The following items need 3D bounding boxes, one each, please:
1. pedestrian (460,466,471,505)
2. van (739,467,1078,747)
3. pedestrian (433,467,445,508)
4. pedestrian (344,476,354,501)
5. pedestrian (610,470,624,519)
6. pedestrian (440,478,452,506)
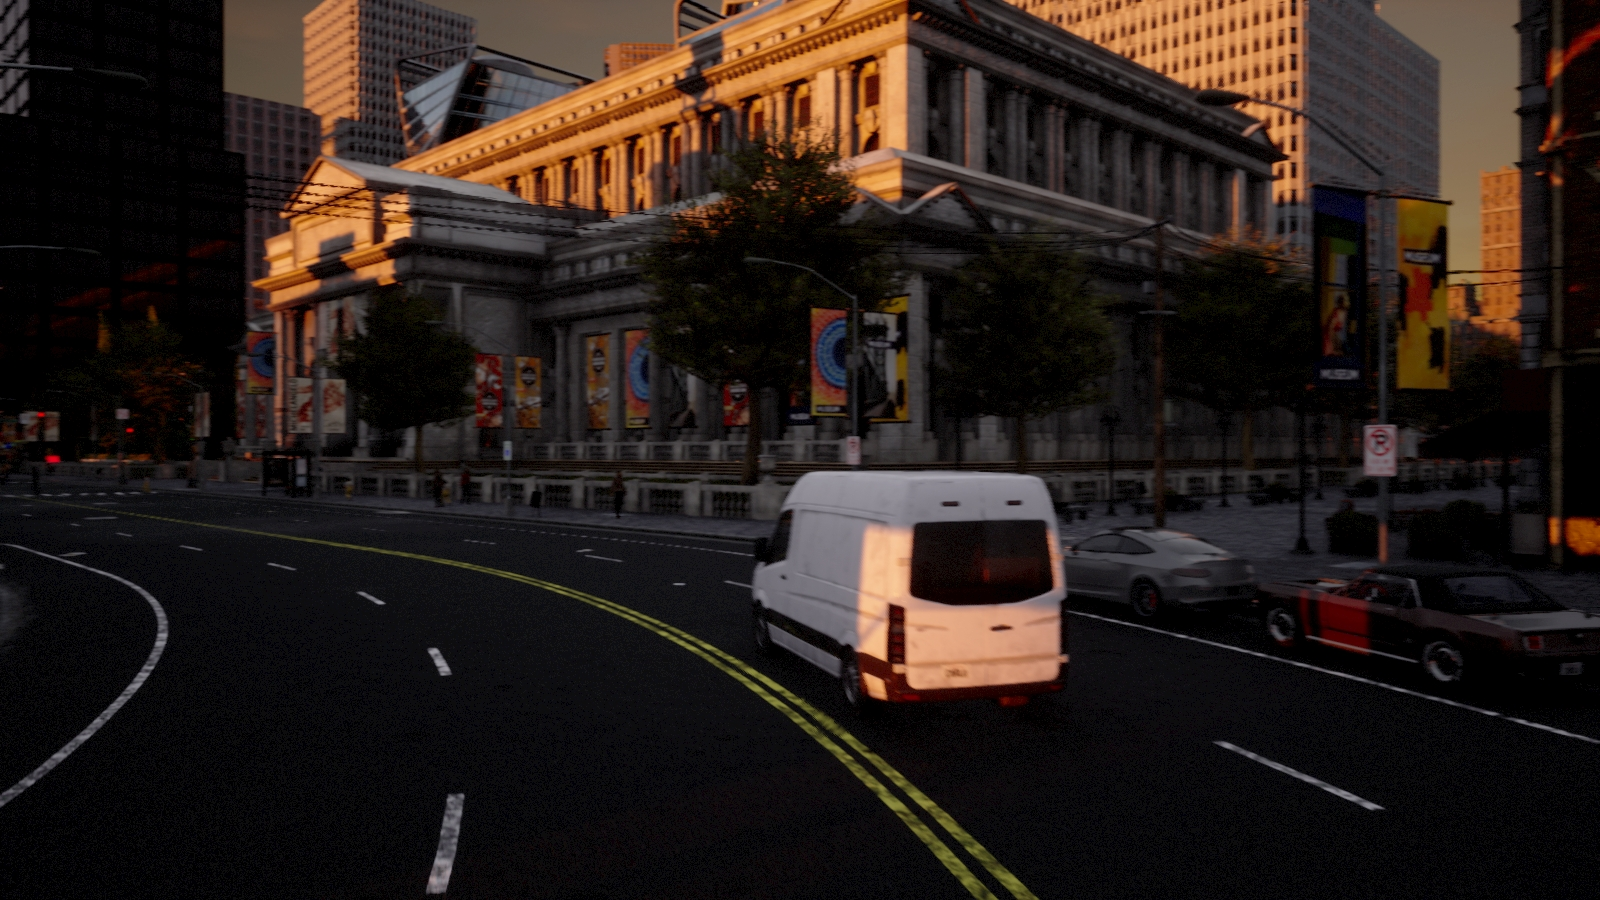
[{"bbox_3d":[-15.996,1.705,54.685,0.375,1.860,0.375,0,0,41],"label":"pedestrian"},{"bbox_3d":[0.950,1.529,13.922,1.988,2.561,5.915,0,0,-17],"label":"van"},{"bbox_3d":[-16.381,1.706,51.896,0.375,1.860,0.375,0,0,37],"label":"pedestrian"},{"bbox_3d":[-23.635,1.995,59.878,0.375,1.300,0.375,0,0,-34],"label":"pedestrian"},{"bbox_3d":[-6.993,1.696,43.594,0.375,1.860,0.375,0,0,-39],"label":"pedestrian"},{"bbox_3d":[-16.724,1.986,53.991,0.375,1.300,0.375,0,0,45],"label":"pedestrian"}]
